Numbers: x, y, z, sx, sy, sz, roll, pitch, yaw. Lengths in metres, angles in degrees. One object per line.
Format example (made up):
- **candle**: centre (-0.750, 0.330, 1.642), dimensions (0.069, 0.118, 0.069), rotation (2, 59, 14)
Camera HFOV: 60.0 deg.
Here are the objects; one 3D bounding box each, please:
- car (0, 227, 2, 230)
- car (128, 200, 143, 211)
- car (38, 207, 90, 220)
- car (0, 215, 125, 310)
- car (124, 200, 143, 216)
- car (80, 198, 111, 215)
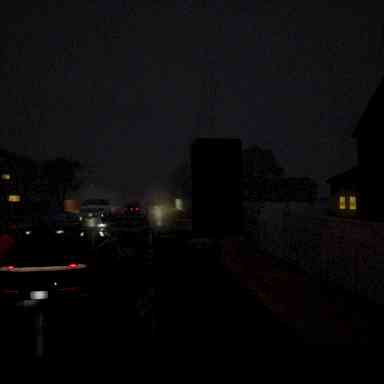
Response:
- **car**: centre (-5.661, 1.448, 7.310), dimensions (2.097, 1.767, 4.553), rotation (-1, 0, -8)
- **car**: centre (-8.174, 1.945, 48.640), dimensions (1.882, 1.535, 5.008), rotation (-1, 0, -7)
- **car**: centre (-7.010, 1.742, 17.455), dimensions (2.033, 1.411, 5.357), rotation (-1, 0, -8)
- **car**: centre (-2.921, 1.567, 8.083), dimensions (2.128, 1.511, 4.902), rotation (-1, 0, -7)
- **car**: centre (-6.781, 1.914, 38.211), dimensions (2.033, 1.411, 5.357), rotation (-1, 0, -7)
- **car**: centre (-8.604, 1.535, 29.912), dimensions (2.150, 2.045, 5.566), rotation (-1, 0, -6)
